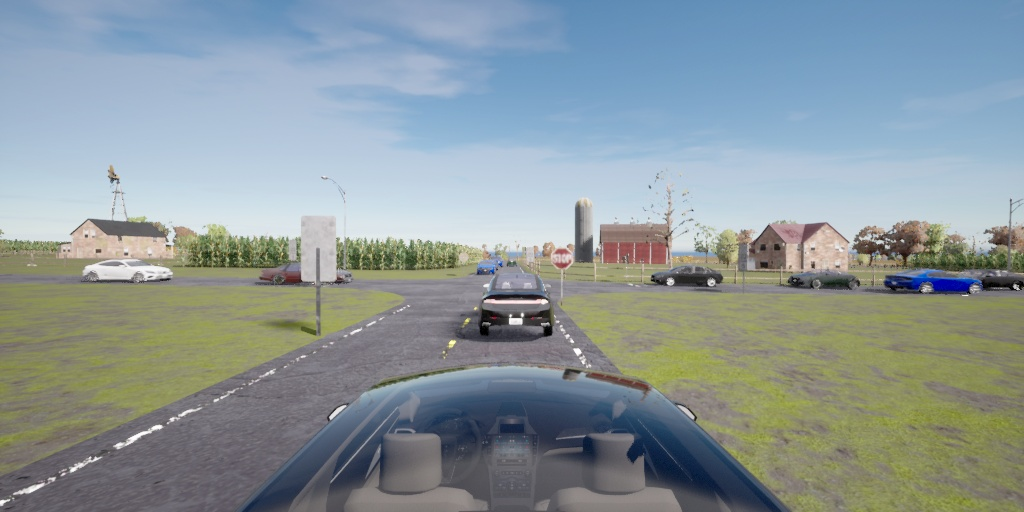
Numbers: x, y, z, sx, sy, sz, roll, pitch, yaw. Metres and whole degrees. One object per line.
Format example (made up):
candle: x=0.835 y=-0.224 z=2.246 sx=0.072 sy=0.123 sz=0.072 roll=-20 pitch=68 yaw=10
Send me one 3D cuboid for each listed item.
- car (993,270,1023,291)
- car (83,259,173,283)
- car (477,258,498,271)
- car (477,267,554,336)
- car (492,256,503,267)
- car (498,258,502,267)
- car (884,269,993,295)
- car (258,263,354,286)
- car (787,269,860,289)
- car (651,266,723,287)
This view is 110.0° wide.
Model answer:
car: x=34.436 y=1.727 z=26.289 sx=4.902 sy=1.511 sz=2.128 roll=1 pitch=1 yaw=0
car: x=-24.755 y=0.954 z=23.145 sx=4.674 sy=1.442 sz=1.812 roll=1 pitch=1 yaw=0
car: x=-2.814 y=1.247 z=39.878 sx=1.882 sy=1.535 sz=5.008 roll=0 pitch=0 yaw=-1
car: x=0.142 y=1.241 z=10.388 sx=2.128 sy=1.511 sz=4.902 roll=0 pitch=0 yaw=1
car: x=-2.779 y=1.022 z=63.971 sx=2.150 sy=2.045 sz=5.566 roll=0 pitch=0 yaw=1
car: x=-2.824 y=1.330 z=50.505 sx=2.033 sy=1.411 sz=5.357 roll=0 pitch=0 yaw=0
car: x=27.335 y=1.649 z=23.331 sx=5.008 sy=1.535 sz=1.882 roll=1 pitch=1 yaw=0
car: x=-13.283 y=1.144 z=23.326 sx=5.357 sy=1.411 sz=2.033 roll=1 pitch=1 yaw=-3
car: x=22.719 y=1.642 z=26.258 sx=4.181 sy=1.385 sz=1.994 roll=1 pitch=1 yaw=0
car: x=12.737 y=1.444 z=26.273 sx=4.892 sy=1.490 sz=1.837 roll=1 pitch=1 yaw=1
